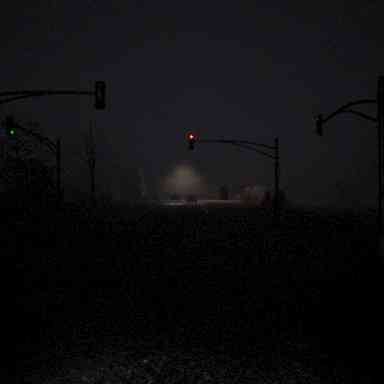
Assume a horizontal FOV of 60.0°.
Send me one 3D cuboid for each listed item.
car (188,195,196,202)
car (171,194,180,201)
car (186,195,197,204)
[{"bbox_3d":[-0.069,1.424,78.085,1.837,1.490,4.892,0,0,0],"label":"car"},{"bbox_3d":[-3.564,1.194,72.251,1.837,1.490,4.892,0,0,0],"label":"car"},{"bbox_3d":[-0.060,1.423,68.049,2.097,1.767,4.553,0,0,0],"label":"car"}]
